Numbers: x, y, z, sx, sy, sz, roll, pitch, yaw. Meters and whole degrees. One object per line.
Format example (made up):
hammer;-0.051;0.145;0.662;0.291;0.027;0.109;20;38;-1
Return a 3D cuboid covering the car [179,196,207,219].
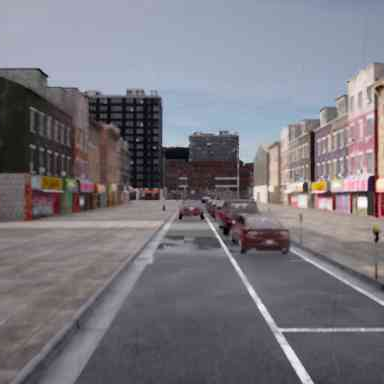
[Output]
car;-0.035;1.373;29.158;2.097;1.767;4.553;0;0;0

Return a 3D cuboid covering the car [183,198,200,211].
car;-0.088;1.593;43.123;2.033;1.411;5.357;0;0;0

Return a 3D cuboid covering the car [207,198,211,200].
car;2.526;1.611;35.145;1.802;1.307;4.206;0;0;0

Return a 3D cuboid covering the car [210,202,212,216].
car;2.564;1.595;24.271;1.802;1.307;4.206;0;0;0

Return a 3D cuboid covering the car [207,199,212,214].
car;2.545;1.602;29.707;1.802;1.307;4.206;0;0;0

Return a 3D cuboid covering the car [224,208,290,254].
car;2.602;1.548;13.396;1.887;1.381;4.507;0;0;0

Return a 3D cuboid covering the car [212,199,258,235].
car;2.585;1.322;18.833;2.192;1.841;5.009;0;0;0
